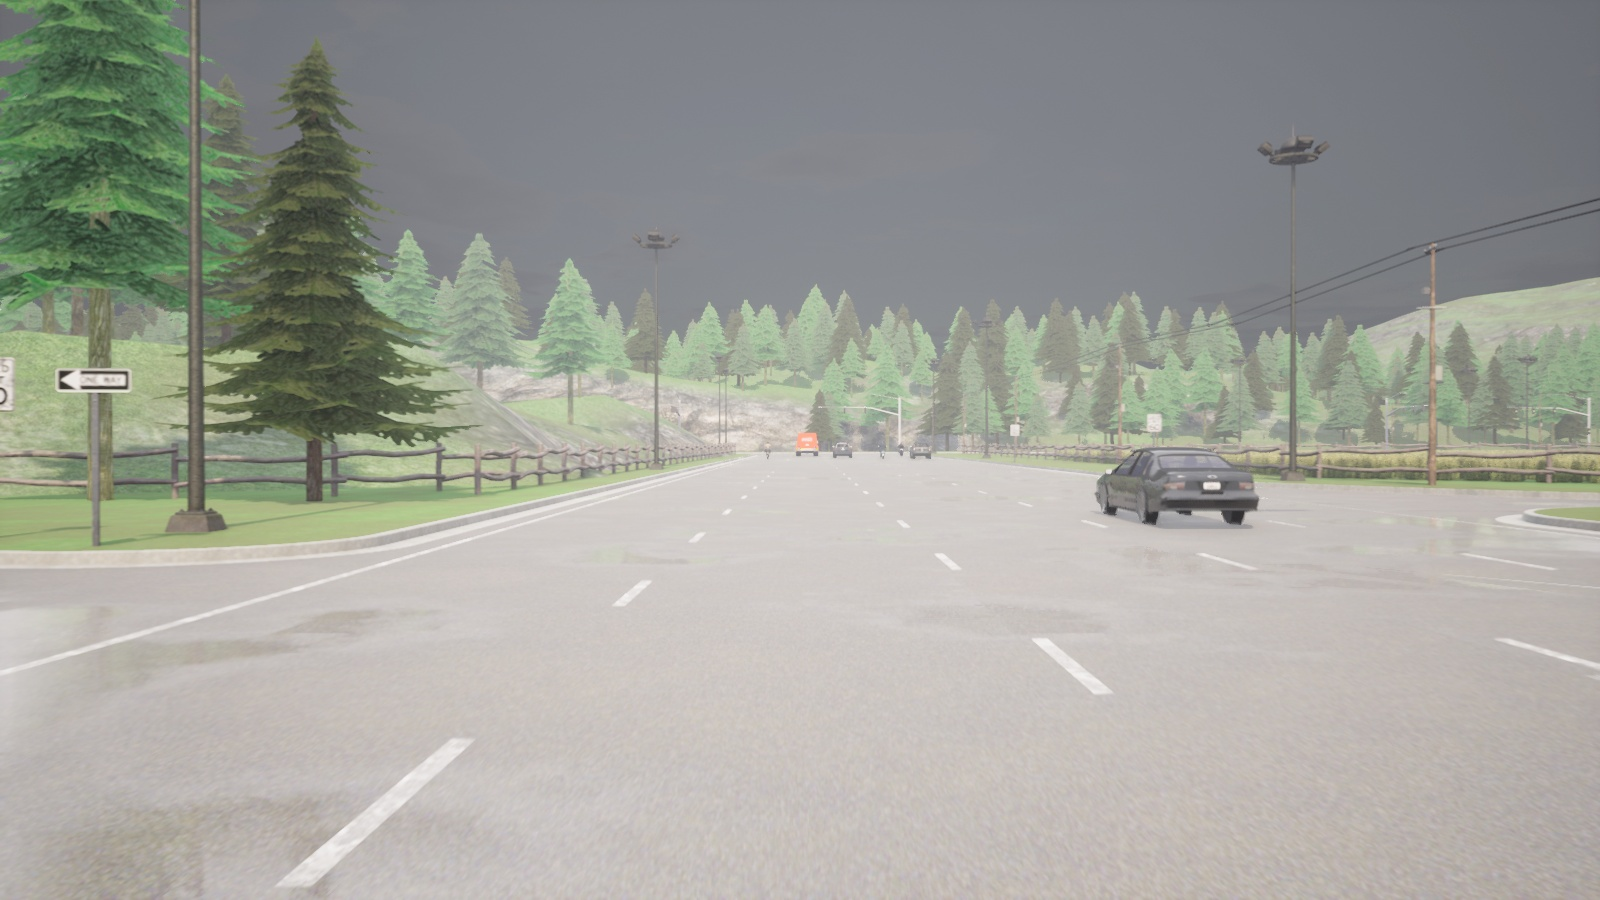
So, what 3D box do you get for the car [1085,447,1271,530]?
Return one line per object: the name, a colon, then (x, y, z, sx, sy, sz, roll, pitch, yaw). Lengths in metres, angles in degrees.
car: (7.153, 0.662, 24.445, 2.033, 1.411, 5.357, 0, 0, 0)
